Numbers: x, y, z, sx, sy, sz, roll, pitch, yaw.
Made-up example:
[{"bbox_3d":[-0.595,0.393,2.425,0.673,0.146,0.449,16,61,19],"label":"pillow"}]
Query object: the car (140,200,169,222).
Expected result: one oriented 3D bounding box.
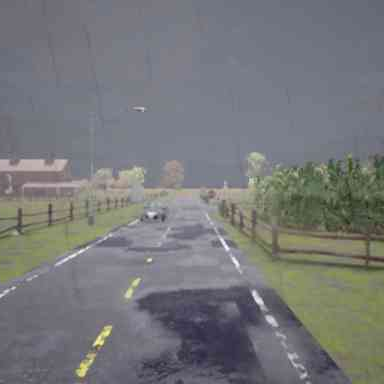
[{"bbox_3d":[-2.813,1.413,25.599,2.128,1.511,4.902,0,0,0],"label":"car"}]
